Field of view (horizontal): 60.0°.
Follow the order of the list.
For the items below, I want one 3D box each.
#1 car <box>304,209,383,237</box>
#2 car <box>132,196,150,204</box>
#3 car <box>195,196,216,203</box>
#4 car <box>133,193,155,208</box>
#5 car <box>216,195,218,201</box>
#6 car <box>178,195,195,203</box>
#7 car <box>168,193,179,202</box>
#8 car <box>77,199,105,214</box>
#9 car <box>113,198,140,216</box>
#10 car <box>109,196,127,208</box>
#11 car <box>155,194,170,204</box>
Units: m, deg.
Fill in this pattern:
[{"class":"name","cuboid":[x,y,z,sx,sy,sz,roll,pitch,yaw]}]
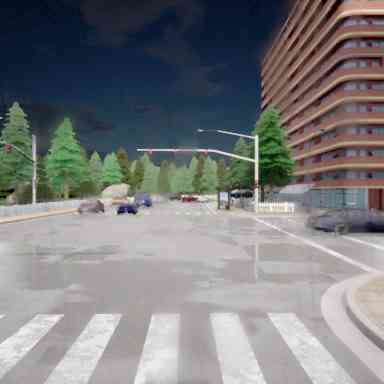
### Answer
[{"class":"car","cuboid":[8.906,1.603,17.859,5.357,1.411,2.033,0,0,-1]},{"class":"car","cuboid":[-9.669,1.477,63.246,1.882,1.535,5.008,0,0,9]},{"class":"car","cuboid":[2.819,1.600,68.943,1.895,1.301,4.718,0,0,21]},{"class":"car","cuboid":[-6.999,1.223,47.301,2.150,2.045,5.566,0,0,1]},{"class":"car","cuboid":[6.723,1.524,81.955,1.812,1.442,4.674,0,0,44]},{"class":"car","cuboid":[-0.433,1.477,70.517,1.882,1.535,5.008,0,0,23]},{"class":"car","cuboid":[-4.753,1.203,77.884,2.150,2.045,5.566,0,0,26]},{"class":"car","cuboid":[-10.549,1.525,35.148,1.812,1.442,4.674,0,0,0]},{"class":"car","cuboid":[-6.447,1.602,33.272,1.895,1.301,4.718,0,0,-8]},{"class":"car","cuboid":[-10.461,1.352,48.092,2.097,1.767,4.553,0,0,1]},{"class":"car","cuboid":[-6.160,1.600,62.933,1.895,1.301,4.718,0,0,10]}]
